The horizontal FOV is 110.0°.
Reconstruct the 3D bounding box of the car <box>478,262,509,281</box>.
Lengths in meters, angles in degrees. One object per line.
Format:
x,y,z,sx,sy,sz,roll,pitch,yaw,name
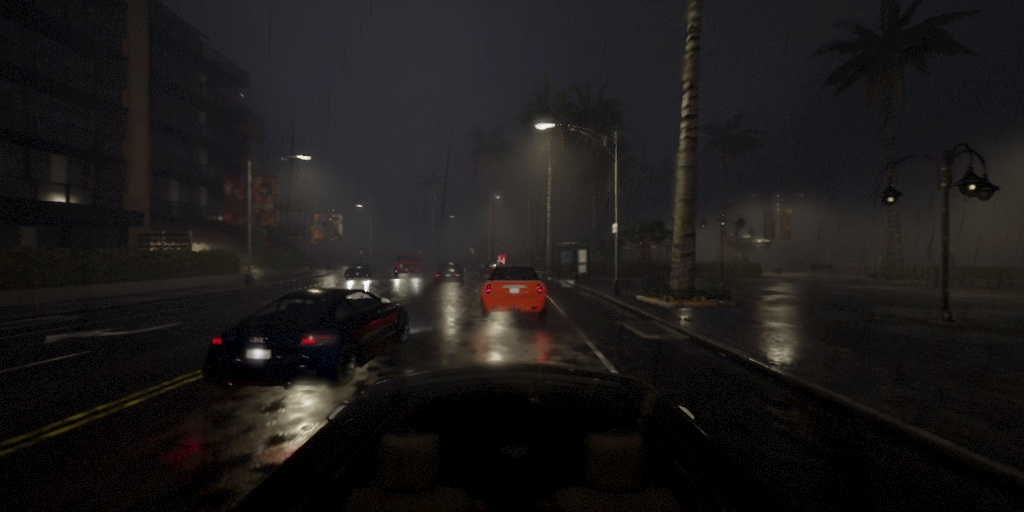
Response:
-1.613,1.205,29.793,1.994,1.385,4.181,0,0,-11,car

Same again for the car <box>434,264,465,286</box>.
-4.190,1.211,24.241,2.033,1.411,5.357,0,0,-7,car

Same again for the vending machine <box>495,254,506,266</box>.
-1.462,0.749,52.496,1.100,2.100,0.880,0,0,-27,vending machine

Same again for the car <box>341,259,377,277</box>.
-12.553,1.205,29.982,1.994,1.385,4.181,0,0,-14,car

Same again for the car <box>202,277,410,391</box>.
-3.431,1.295,6.884,1.994,1.385,4.181,0,0,0,car

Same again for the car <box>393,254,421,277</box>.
-9.758,0.850,33.412,2.150,2.045,5.566,0,0,-16,car

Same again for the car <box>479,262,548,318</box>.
0.049,1.058,12.934,2.097,1.767,4.553,0,0,-1,car
